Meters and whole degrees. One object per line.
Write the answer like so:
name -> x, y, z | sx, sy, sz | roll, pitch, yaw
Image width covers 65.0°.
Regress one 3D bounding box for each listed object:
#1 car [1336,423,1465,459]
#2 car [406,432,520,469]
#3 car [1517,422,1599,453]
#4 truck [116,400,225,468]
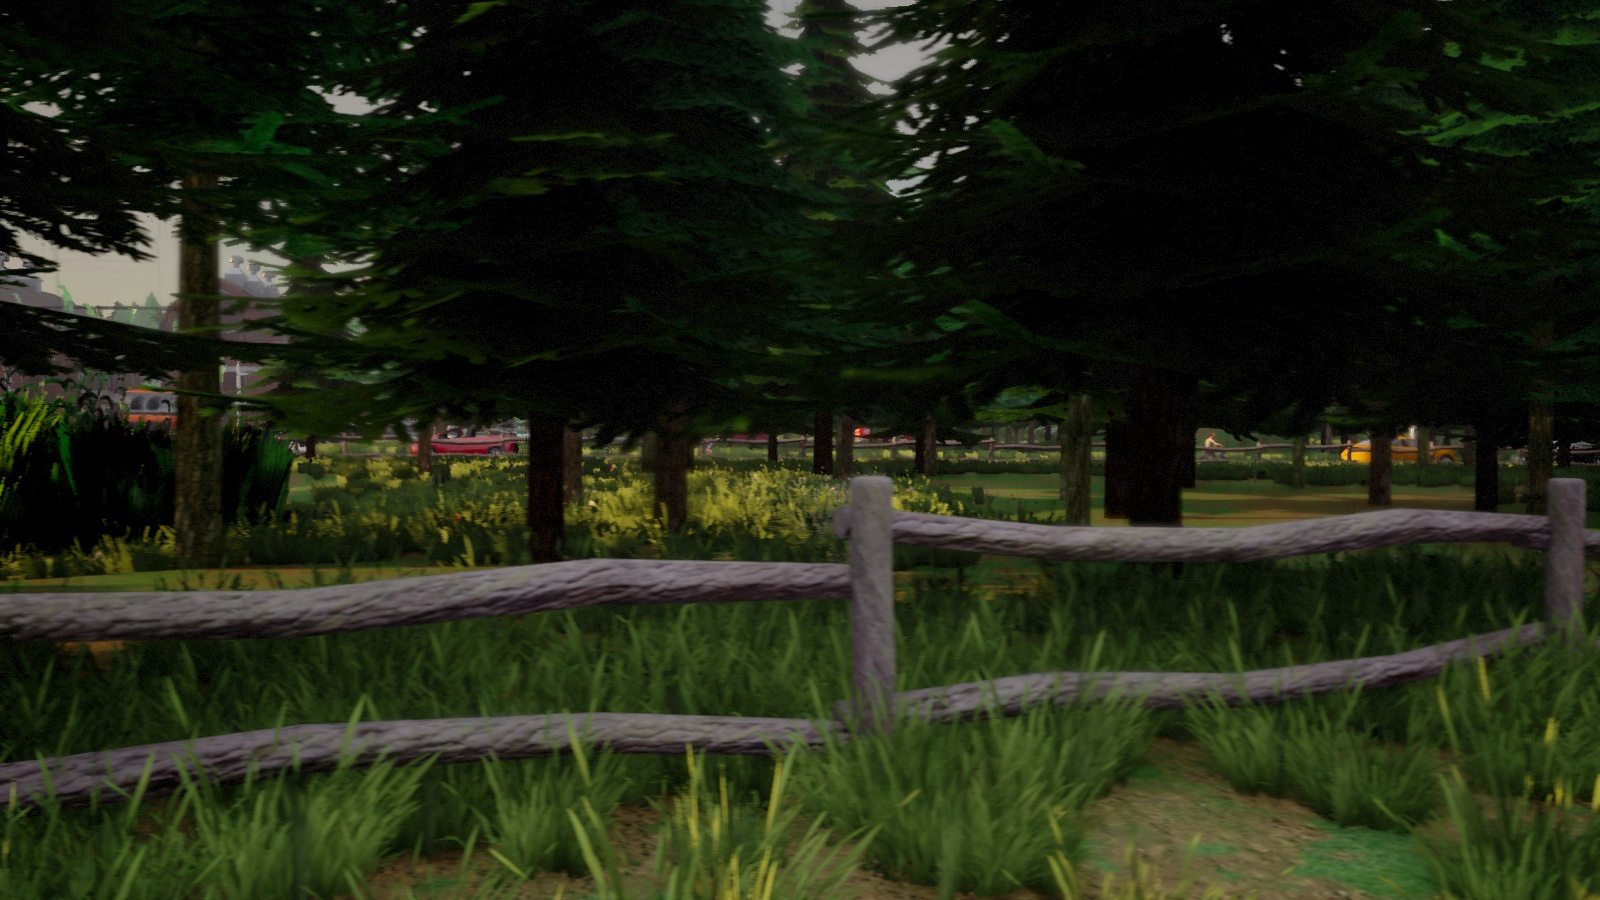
car -> 26.792, -0.426, 56.095 | 5.008, 1.535, 1.882 | -1, 1, -8
car -> -14.567, 0.016, 54.477 | 4.514, 1.525, 2.007 | -1, 1, -6
car -> 38.810, -0.655, 63.889 | 4.792, 1.488, 2.163 | -1, 1, -35
truck -> -34.165, -0.883, 68.510 | 2.891, 3.462, 7.936 | -1, 1, -8
